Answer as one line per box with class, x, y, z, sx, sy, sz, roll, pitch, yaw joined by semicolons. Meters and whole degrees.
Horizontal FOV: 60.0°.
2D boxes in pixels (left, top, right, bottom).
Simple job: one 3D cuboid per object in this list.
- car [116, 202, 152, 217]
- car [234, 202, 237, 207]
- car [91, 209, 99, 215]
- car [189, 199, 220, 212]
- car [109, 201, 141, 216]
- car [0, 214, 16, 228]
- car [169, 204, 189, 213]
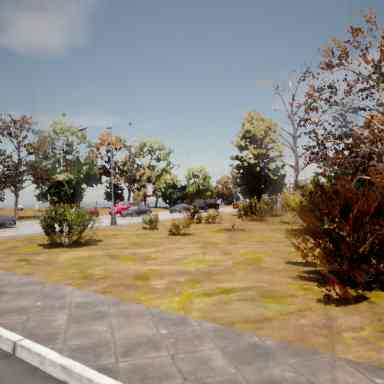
car;-7.114;2.474;43.101;1.812;1.442;4.674;-3;-2;32
car;9.319;2.455;62.299;1.882;1.535;5.008;-3;-2;33
car;-12.117;2.385;35.172;1.882;1.535;5.008;-3;-2;33
car;2.269;2.081;51.193;2.150;2.045;5.566;-3;-2;32
car;-9.100;2.342;46.542;2.150;2.045;5.566;-3;-2;32
car;-16.988;2.453;27.684;1.994;1.385;4.181;-3;-2;34
car;-1.754;2.578;51.596;1.994;1.385;4.181;-3;-2;33
